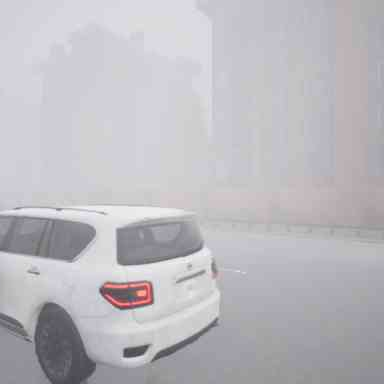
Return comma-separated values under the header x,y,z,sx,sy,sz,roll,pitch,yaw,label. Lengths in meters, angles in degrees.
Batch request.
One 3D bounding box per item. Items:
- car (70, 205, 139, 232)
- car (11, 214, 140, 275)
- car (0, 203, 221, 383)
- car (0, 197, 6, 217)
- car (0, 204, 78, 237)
x,y,z,sx,sy,sz,roll,pitch,yaw,label
-5.518,1.564,20.811,4.181,1.385,1.994,0,0,35,car
-3.972,1.564,11.118,4.181,1.385,1.994,0,0,35,car
-2.199,1.223,5.556,5.566,2.045,2.150,0,0,35,car
-19.288,1.352,30.618,4.553,1.767,2.097,0,0,35,car
-8.928,1.490,18.943,4.902,1.511,2.128,0,0,35,car
